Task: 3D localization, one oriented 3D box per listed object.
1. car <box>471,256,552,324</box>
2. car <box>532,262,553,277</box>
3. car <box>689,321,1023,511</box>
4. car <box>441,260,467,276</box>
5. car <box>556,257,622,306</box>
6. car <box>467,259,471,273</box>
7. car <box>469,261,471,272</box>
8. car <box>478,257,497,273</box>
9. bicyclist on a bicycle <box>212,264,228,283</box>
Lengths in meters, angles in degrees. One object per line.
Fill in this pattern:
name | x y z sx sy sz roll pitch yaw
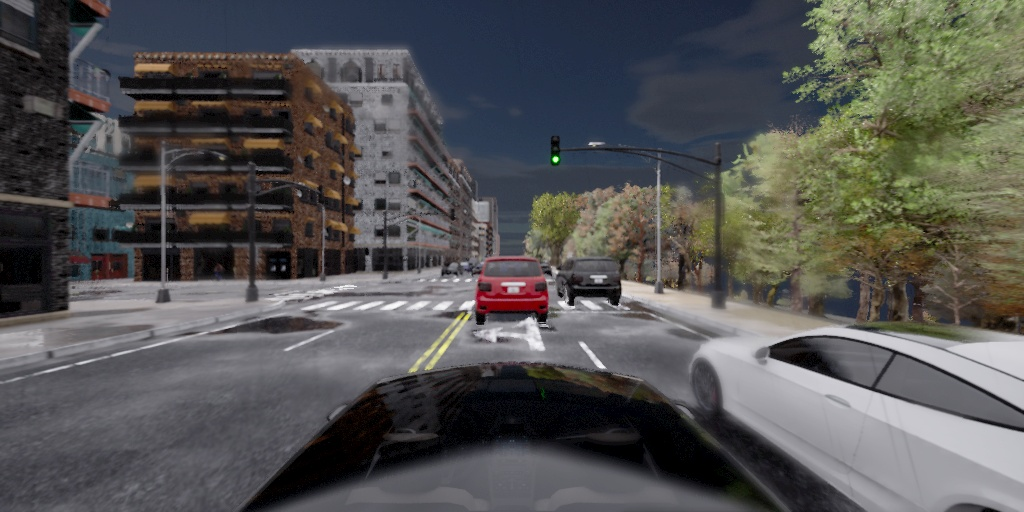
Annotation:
car | -0.112 1.026 12.409 2.150 2.045 5.566 0 0 -3
car | 3.342 1.458 40.077 1.837 1.490 4.892 0 0 0
car | 3.345 1.282 3.004 1.812 1.442 4.674 0 0 0
car | -6.571 1.457 39.822 1.837 1.490 4.892 0 0 2
car | 3.350 1.050 16.523 2.150 2.045 5.566 0 0 0
car | -6.571 1.530 49.069 1.812 1.442 4.674 0 0 0
car | -3.350 1.518 40.221 1.994 1.385 4.181 0 0 0
car | -3.320 1.228 49.338 2.150 2.045 5.566 0 0 0
bicyclist on a bicycle | -24.885 1.479 30.559 0.582 1.620 1.656 -1 0 -1
